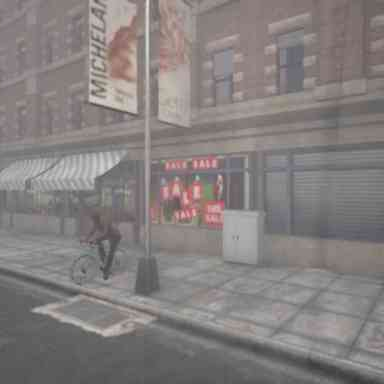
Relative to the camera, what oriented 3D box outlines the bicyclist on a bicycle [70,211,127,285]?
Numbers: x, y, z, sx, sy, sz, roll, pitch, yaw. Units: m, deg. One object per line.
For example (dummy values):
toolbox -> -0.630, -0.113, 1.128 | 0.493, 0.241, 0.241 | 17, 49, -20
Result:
bicyclist on a bicycle -> -2.138, 1.280, 7.839 | 0.582, 1.620, 1.656 | 0, 0, 36
